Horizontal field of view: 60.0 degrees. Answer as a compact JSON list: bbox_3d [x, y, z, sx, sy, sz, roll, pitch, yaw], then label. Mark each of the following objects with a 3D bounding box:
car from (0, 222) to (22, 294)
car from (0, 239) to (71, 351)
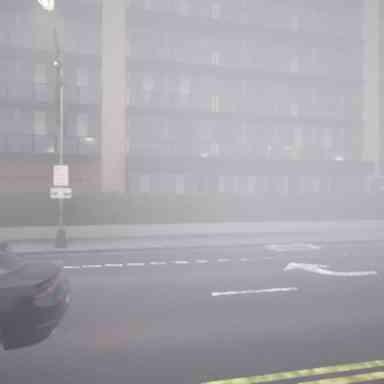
[{"bbox_3d":[-6.710,1.532,7.676,4.674,1.442,1.812,0,0,-13],"label":"car"},{"bbox_3d":[-4.348,1.480,4.615,5.008,1.535,1.882,0,0,-13],"label":"car"}]
